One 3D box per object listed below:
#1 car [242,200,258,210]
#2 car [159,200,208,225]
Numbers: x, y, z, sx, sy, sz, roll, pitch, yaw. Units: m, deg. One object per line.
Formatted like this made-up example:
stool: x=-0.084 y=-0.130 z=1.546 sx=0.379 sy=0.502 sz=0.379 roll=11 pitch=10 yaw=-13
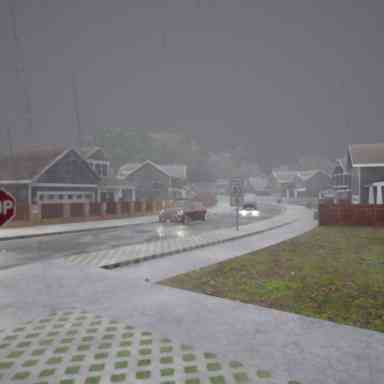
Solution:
car: x=8.045 y=1.789 z=46.113 sx=1.895 sy=1.301 sz=4.718 roll=0 pitch=0 yaw=14
car: x=-0.562 y=1.450 z=25.089 sx=2.097 sy=1.767 sz=4.553 roll=0 pitch=0 yaw=29
